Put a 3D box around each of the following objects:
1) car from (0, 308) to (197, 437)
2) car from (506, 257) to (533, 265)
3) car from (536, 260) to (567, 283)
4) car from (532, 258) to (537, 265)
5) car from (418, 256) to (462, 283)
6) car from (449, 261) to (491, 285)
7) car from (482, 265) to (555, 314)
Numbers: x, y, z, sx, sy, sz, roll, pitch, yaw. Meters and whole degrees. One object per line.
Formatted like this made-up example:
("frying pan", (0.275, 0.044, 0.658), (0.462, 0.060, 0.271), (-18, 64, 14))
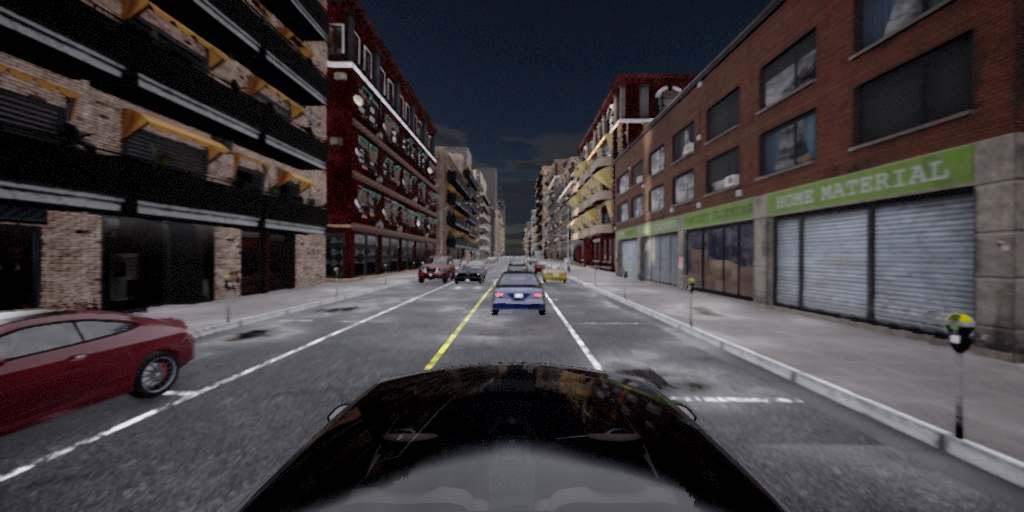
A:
("car", (-5.694, 1.288, 3.815), (1.802, 1.307, 4.207), (0, 0, 1))
("car", (0.493, 1.112, 32.178), (2.128, 1.511, 4.902), (0, 0, 1))
("car", (2.997, 1.187, 26.409), (1.751, 1.417, 4.829), (0, 0, 1))
("car", (3.149, 1.158, 37.510), (1.888, 1.381, 4.507), (0, 0, 1))
("car", (-5.385, 0.925, 26.358), (2.192, 1.841, 5.009), (0, 0, 1))
("car", (-2.797, 1.233, 24.917), (1.895, 1.301, 4.718), (0, 0, 1))
("car", (0.238, 1.249, 13.451), (2.033, 1.411, 5.357), (0, 0, 1))
